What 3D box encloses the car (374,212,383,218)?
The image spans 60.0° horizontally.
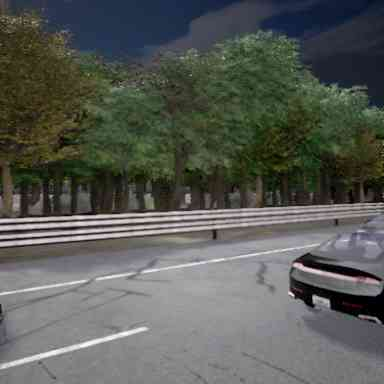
[{"bbox_3d":[9.188,1.547,14.603,4.181,1.385,1.994,0,0,-35],"label":"car"}]

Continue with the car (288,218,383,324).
[{"bbox_3d":[3.988,1.489,6.589,4.902,1.511,2.128,0,0,-35],"label":"car"}]

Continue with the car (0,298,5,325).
[{"bbox_3d":[-4.955,1.563,4.510,4.181,1.385,1.994,0,0,-36],"label":"car"}]
